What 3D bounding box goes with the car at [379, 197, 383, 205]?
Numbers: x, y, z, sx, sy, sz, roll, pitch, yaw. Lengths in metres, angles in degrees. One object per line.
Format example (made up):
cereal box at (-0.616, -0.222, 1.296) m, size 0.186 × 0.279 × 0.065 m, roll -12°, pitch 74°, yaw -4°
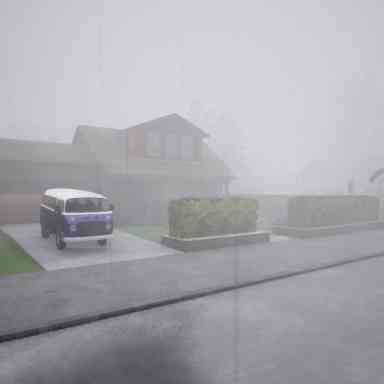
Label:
car at (24.718, 0.985, 41.453) m, size 3.866 × 1.878 × 1.905 m, roll 0°, pitch 0°, yaw 0°
